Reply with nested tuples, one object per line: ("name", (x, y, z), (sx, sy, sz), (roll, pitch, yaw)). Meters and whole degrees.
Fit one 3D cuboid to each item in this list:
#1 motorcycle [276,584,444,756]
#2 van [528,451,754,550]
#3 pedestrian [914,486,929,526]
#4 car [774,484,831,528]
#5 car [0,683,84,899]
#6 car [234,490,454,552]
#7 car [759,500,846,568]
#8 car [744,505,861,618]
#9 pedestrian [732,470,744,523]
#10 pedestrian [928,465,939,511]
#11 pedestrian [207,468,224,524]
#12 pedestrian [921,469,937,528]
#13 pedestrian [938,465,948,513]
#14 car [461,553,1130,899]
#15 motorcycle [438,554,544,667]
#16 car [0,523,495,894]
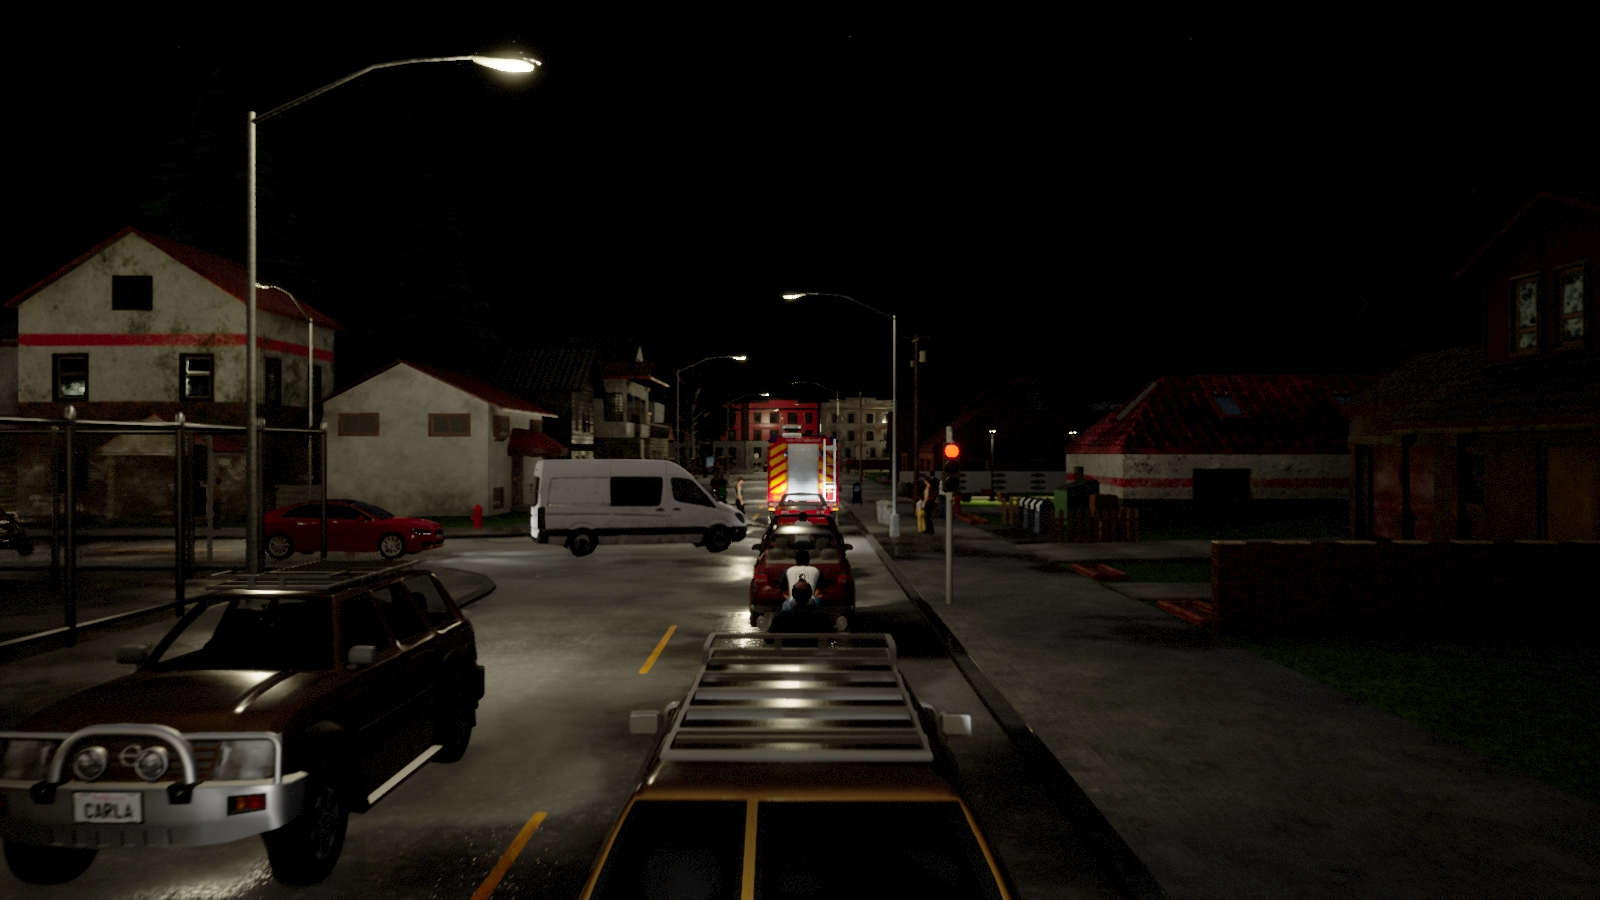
("motorcycle", (-3.986, 1.962, 10.524), (0.856, 1.236, 1.805), (0, 0, 0))
("van", (-4.390, 1.315, 31.539), (5.915, 2.561, 1.988), (0, 0, -18))
("pedestrian", (3.936, 1.806, 36.943), (0.375, 1.300, 0.375), (0, 0, -14))
("car", (0.097, 1.935, 40.332), (1.895, 1.301, 4.718), (0, 0, 0))
("car", (-3.993, 1.772, 2.132), (2.152, 1.651, 5.027), (0, 0, 0))
("car", (-11.863, 1.841, 30.001), (4.892, 1.480, 2.231), (0, 0, 0))
("car", (0.061, 1.928, 27.232), (1.895, 1.301, 4.718), (0, 0, 0))
("car", (0.041, 1.806, 19.393), (1.789, 1.549, 3.705), (0, 0, 0))
("pedestrian", (-2.173, 1.629, 40.090), (0.375, 1.860, 0.375), (0, 0, -13))
("pedestrian", (5.441, 1.524, 46.526), (0.375, 1.860, 0.375), (0, 0, 16))
("pedestrian", (-19.498, 1.525, 38.103), (0.375, 1.860, 0.375), (0, 0, -3))
("pedestrian", (4.084, 1.526, 36.149), (0.375, 1.860, 0.375), (0, 0, 33))
("pedestrian", (5.608, 1.524, 44.844), (0.375, 1.860, 0.375), (0, 0, 6))
("car", (-0.002, 1.644, 5.604), (1.932, 1.855, 4.605), (0, 0, 0))
("motorcycle", (-3.883, 1.993, 14.536), (0.803, 1.145, 2.033), (0, 0, 0))
("car", (-3.976, 1.644, 8.920), (1.932, 1.855, 4.605), (0, 0, 1))
